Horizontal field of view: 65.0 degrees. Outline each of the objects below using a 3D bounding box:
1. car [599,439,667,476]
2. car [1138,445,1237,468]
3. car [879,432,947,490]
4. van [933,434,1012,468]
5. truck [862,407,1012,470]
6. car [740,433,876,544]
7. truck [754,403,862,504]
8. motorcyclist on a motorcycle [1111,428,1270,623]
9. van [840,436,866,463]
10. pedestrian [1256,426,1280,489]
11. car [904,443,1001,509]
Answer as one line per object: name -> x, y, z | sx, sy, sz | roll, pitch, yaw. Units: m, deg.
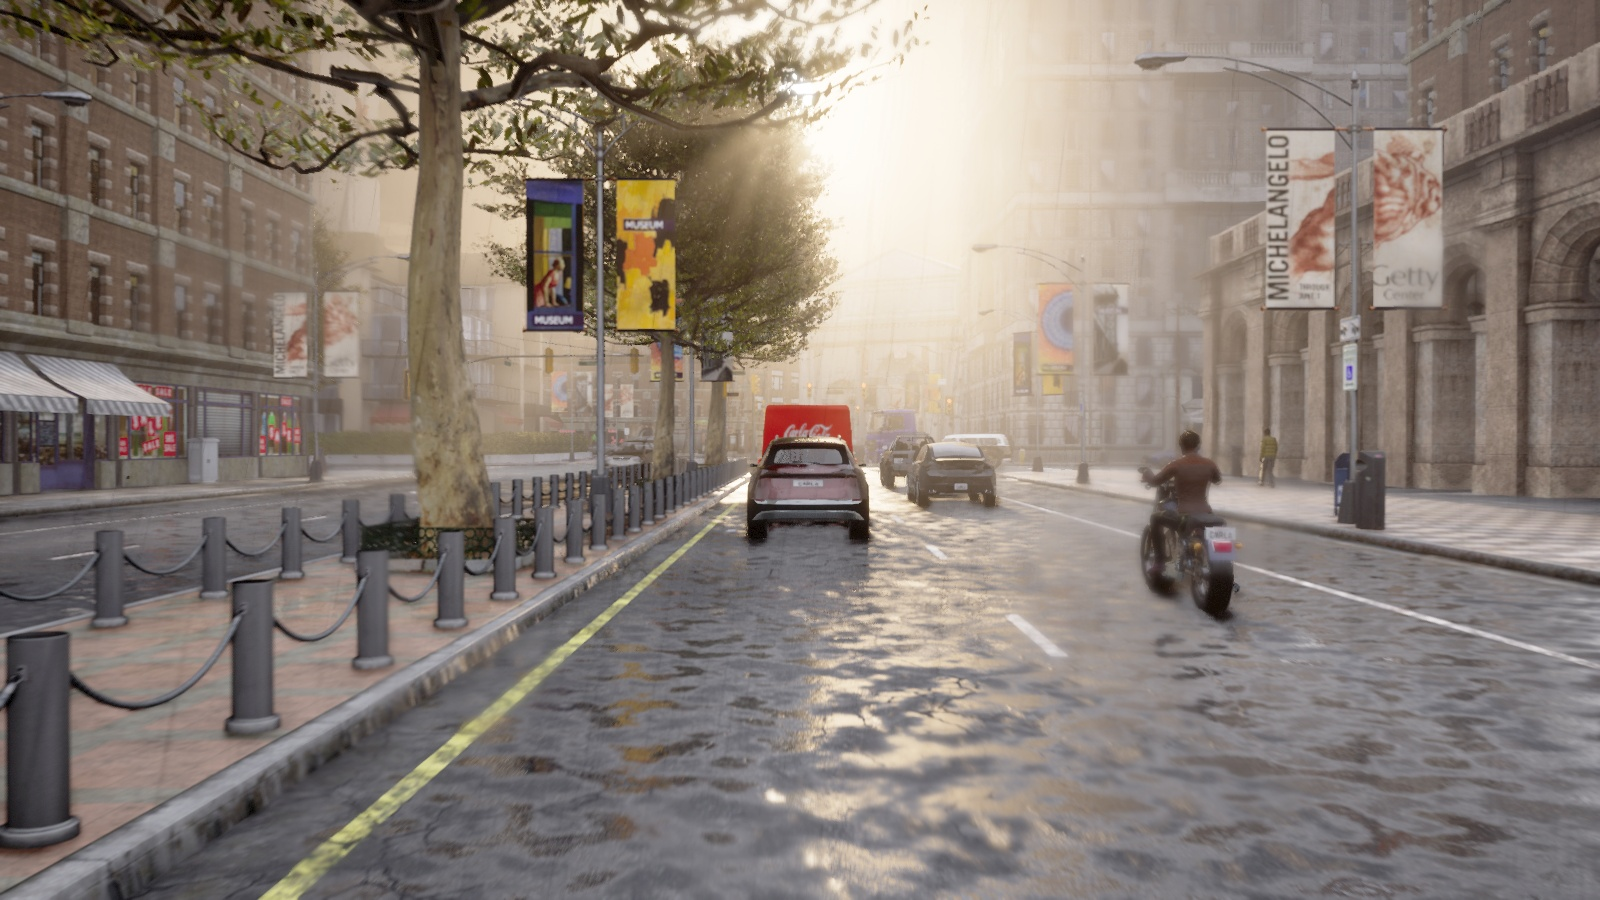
car -> -7.447, 0.321, 56.374 | 1.851, 1.617, 3.988 | 0, 0, 11
car -> 23.421, 0.385, 75.981 | 5.357, 1.411, 2.033 | 0, 0, 0
car -> 3.757, 0.327, 42.492 | 1.932, 1.855, 4.605 | 0, 0, 0
van -> 10.632, 0.042, 77.468 | 4.480, 2.038, 2.069 | 0, 1, 22
truck -> 7.706, -0.629, 70.873 | 7.936, 3.462, 2.891 | 0, 0, -13
car -> 0.136, 0.557, 21.166 | 2.033, 1.649, 4.856 | 0, 0, 0
truck -> 0.204, 0.073, 33.227 | 2.627, 2.467, 5.204 | 0, 0, 0
motorcyclist on a motorcycle -> 3.582, 0.633, 11.756 | 0.766, 1.649, 2.350 | 0, 0, 0
van -> 4.063, -0.043, 96.836 | 1.775, 1.987, 4.442 | 0, 0, 0
pedestrian -> 13.759, 0.206, 36.948 | 0.431, 1.840, 0.709 | 0, 0, 0
car -> 3.692, 0.579, 31.131 | 1.837, 1.490, 4.892 | 0, 0, 0
